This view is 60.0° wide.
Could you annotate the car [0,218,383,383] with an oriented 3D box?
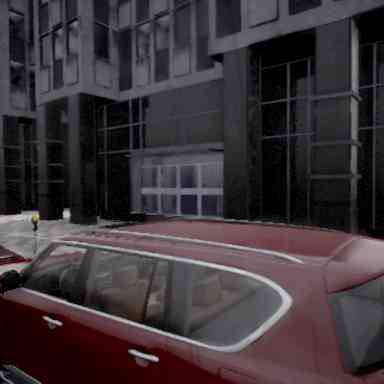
[{"bbox_3d":[-0.474,1.207,3.383,5.009,1.841,2.192,1,2,37],"label":"car"}]
